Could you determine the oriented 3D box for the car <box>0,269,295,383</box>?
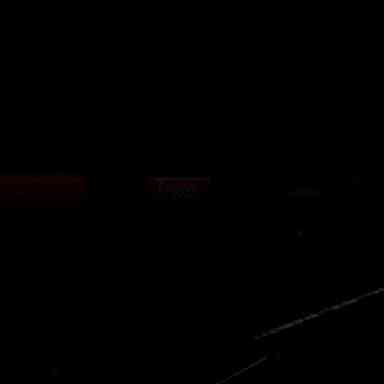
[{"bbox_3d":[-1.246,1.441,1.935,4.097,1.590,1.967,-1,0,-36],"label":"car"}]
